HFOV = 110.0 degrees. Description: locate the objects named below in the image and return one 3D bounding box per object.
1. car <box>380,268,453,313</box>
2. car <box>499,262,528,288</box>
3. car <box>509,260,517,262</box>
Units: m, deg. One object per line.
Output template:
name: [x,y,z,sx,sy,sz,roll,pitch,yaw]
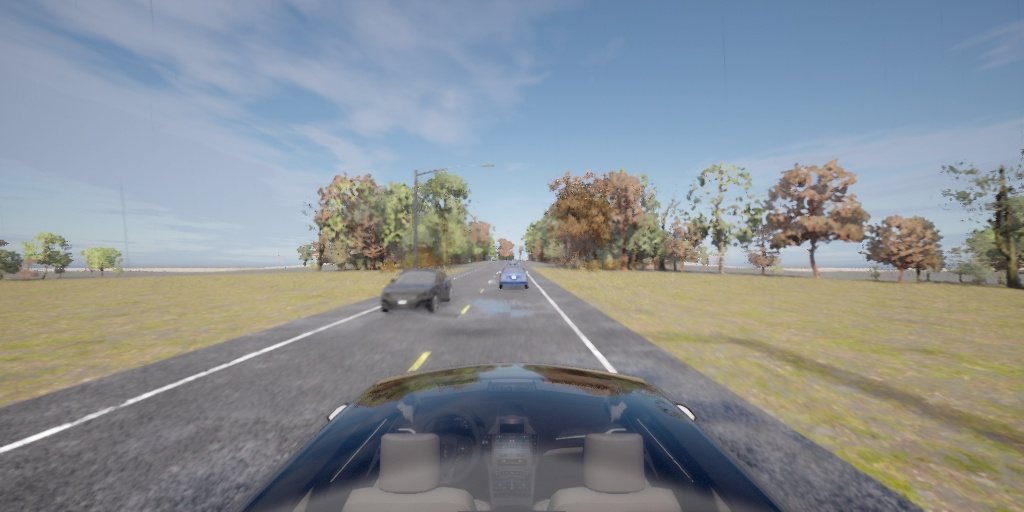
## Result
car: [-3.589,1.249,14.267,1.882,1.535,5.008,0,0,0]
car: [0.110,1.335,24.084,2.033,1.411,5.357,0,0,0]
car: [0.126,1.389,56.239,2.033,1.411,5.357,0,0,0]
